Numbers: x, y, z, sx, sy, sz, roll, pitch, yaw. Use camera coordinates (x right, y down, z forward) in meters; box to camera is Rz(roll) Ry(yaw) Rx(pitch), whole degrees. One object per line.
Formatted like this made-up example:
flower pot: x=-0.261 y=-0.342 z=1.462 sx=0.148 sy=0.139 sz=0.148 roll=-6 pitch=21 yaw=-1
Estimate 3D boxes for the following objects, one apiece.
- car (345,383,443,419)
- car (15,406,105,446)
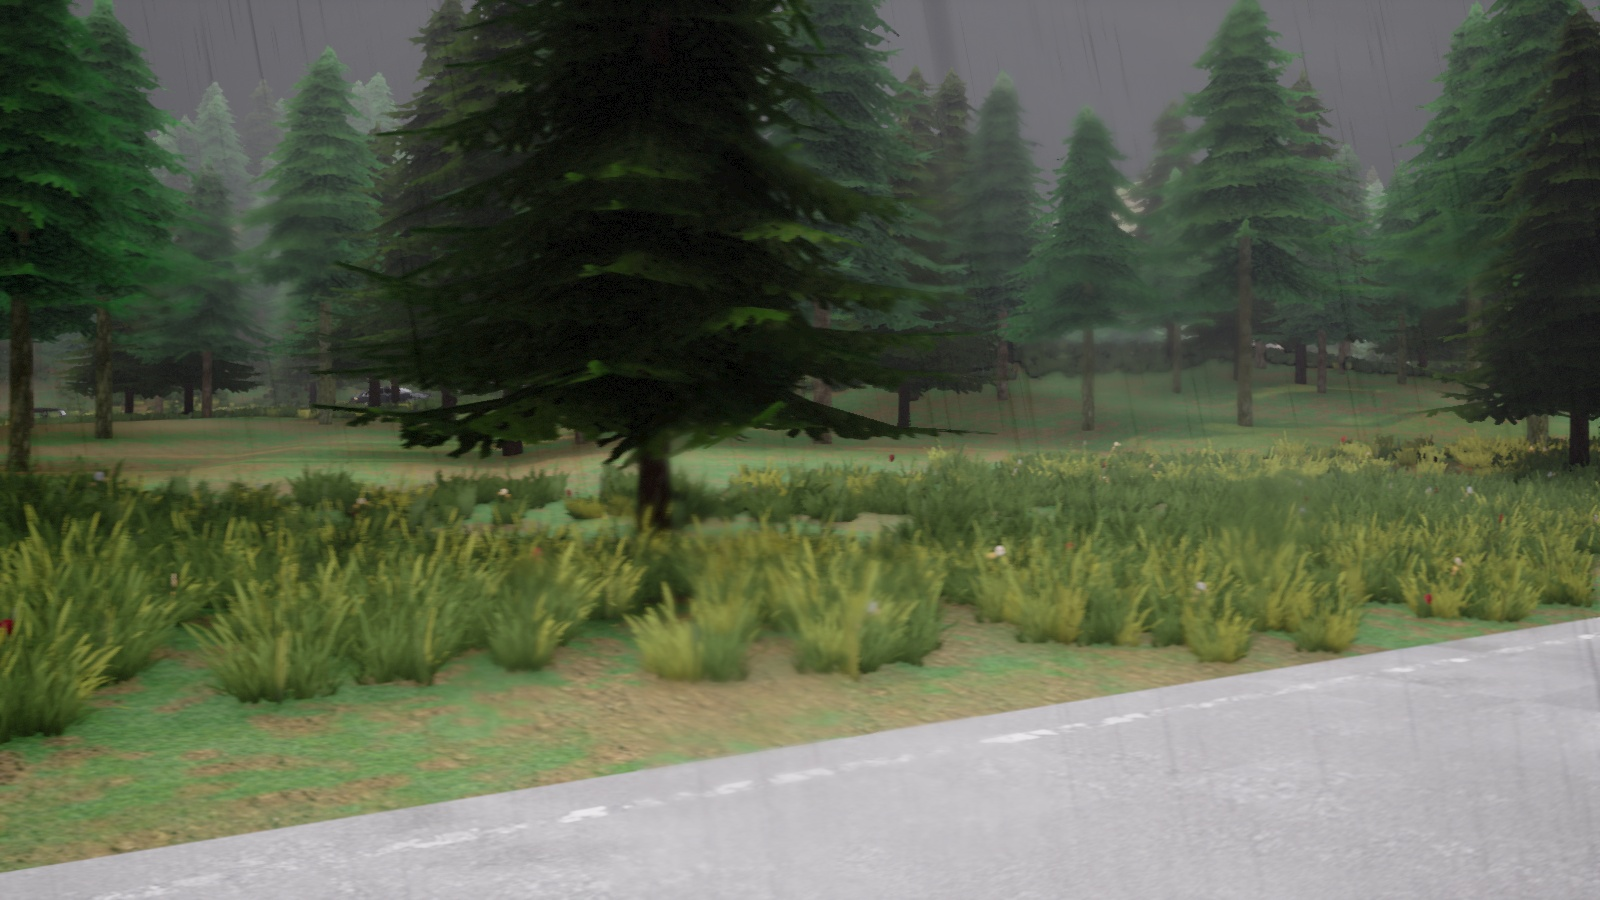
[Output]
car: x=-23.317 y=-2.811 z=72.201 sx=4.892 sy=1.490 sz=1.837 roll=-5 pitch=-1 yaw=5
car: x=-41.413 y=-1.325 z=70.348 sx=3.866 sy=1.878 sz=1.905 roll=-6 pitch=1 yaw=-19
